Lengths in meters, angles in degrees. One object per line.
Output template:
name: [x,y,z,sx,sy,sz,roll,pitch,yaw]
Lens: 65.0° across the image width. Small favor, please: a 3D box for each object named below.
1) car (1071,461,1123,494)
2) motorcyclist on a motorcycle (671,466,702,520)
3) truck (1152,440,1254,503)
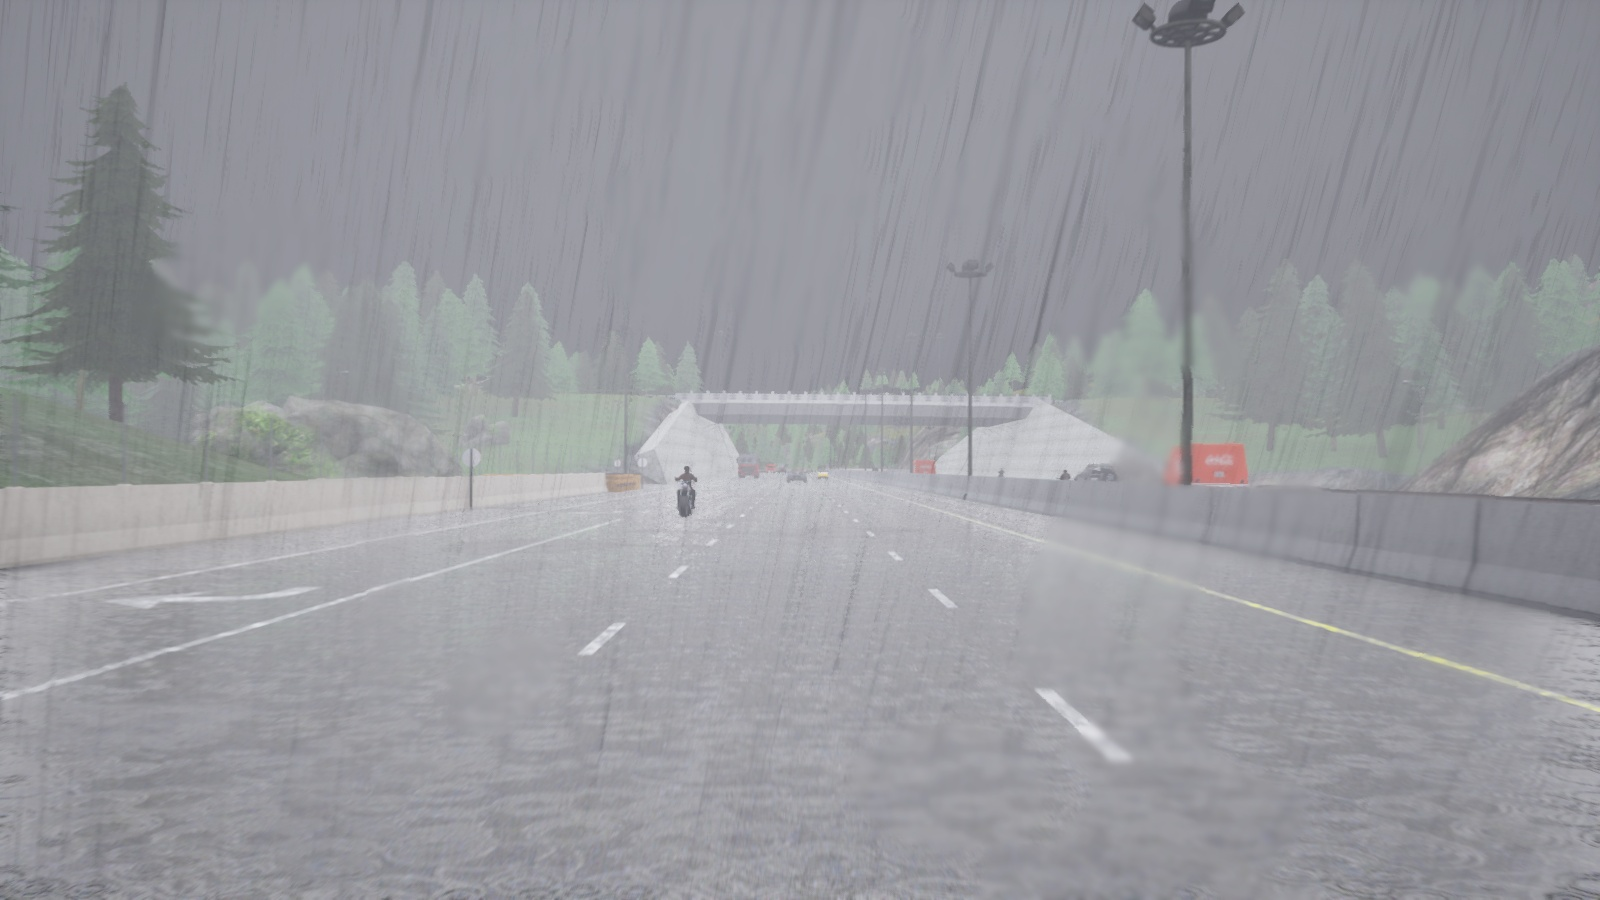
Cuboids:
car: [17.324,1.589,73.420,1.932,1.855,4.605,0,-1,0]
motorcyclist on a motorcycle: [-3.595,1.335,39.906,0.766,1.649,2.350,0,0,0]
truck: [17.377,0.978,54.466,2.627,2.467,5.204,0,-4,-1]
